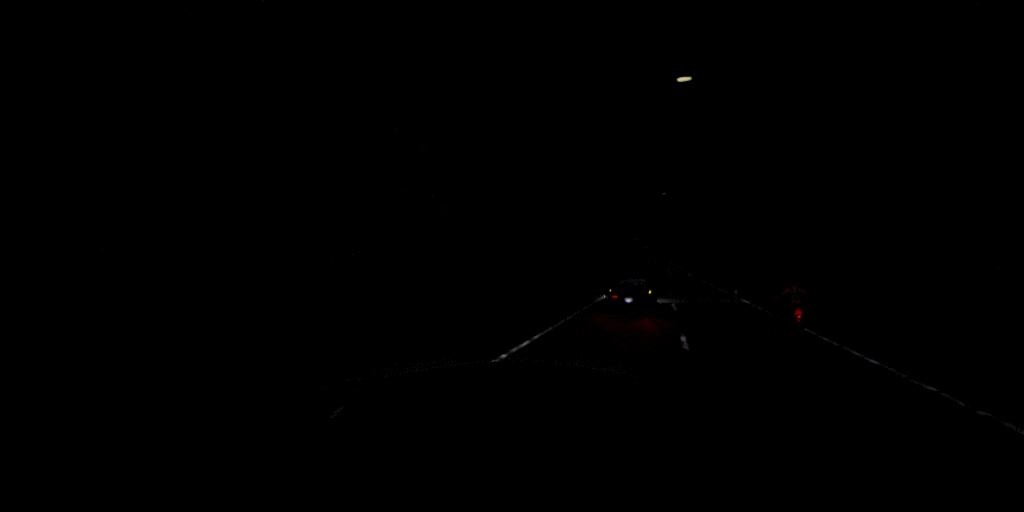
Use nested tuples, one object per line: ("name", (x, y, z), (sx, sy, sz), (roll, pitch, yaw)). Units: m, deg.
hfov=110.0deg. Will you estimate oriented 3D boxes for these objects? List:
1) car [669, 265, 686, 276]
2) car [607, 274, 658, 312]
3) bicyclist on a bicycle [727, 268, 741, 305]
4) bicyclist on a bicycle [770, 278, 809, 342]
("car", (25.484, 2.191, 54.821), (1.882, 1.535, 5.008), (1, -1, 23))
("car", (5.281, 1.505, 15.621), (1.812, 1.442, 4.674), (1, -1, 23))
("bicyclist on a bicycle", (10.841, 1.457, 17.560), (0.659, 1.776, 1.843), (1, 0, 23))
("bicyclist on a bicycle", (7.469, 1.386, 9.562), (0.866, 1.612, 1.509), (1, -1, 23))
